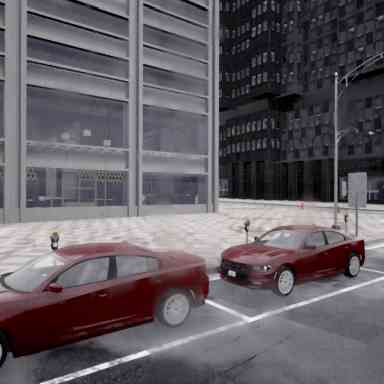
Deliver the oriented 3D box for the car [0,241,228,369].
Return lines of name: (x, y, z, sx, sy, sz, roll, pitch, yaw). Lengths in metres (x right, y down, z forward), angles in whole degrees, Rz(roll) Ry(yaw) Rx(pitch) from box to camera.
car: (-1.787, 1.545, 5.392, 4.507, 1.381, 1.887, 0, 0, -36)

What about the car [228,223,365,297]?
car: (2.704, 1.545, 8.611, 4.507, 1.381, 1.887, 0, 0, -36)
